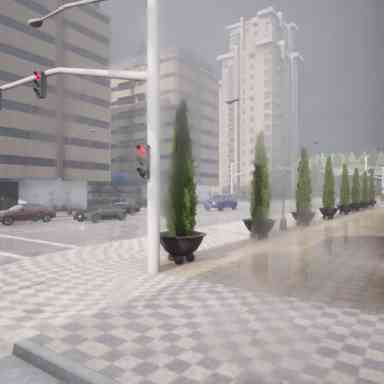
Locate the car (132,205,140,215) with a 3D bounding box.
[{"bbox_3d":[-7.248,1.656,32.089,1.895,1.301,4.718,0,0,35],"label":"car"}]

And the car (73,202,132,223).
[{"bbox_3d":[-7.122,1.619,26.100,1.994,1.385,4.181,0,0,35],"label":"car"}]

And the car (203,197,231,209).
[{"bbox_3d":[3.625,1.560,47.820,1.837,1.490,4.892,0,0,35],"label":"car"}]

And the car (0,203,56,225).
[{"bbox_3d":[-12.391,1.581,24.582,1.812,1.442,4.674,0,0,34],"label":"car"}]

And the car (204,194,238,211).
[{"bbox_3d":[3.716,1.277,41.812,2.150,2.045,5.566,0,0,35],"label":"car"}]
